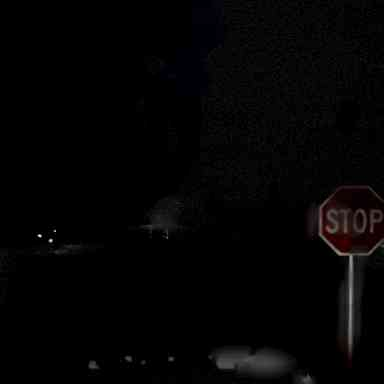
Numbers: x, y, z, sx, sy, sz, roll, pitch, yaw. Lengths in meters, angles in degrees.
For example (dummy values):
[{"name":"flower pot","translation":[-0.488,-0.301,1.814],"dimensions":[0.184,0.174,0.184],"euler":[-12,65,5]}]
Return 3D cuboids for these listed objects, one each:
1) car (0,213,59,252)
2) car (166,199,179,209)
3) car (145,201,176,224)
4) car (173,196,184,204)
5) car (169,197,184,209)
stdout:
[{"name":"car","translation":[-8.309,1.511,13.325],"dimensions":[5.357,1.411,2.033],"euler":[1,1,0]},{"name":"car","translation":[-2.778,1.754,35.664],"dimensions":[1.895,1.301,4.718],"euler":[0,0,0]},{"name":"car","translation":[-2.503,1.679,25.501],"dimensions":[1.994,1.385,4.181],"euler":[0,0,-5]},{"name":"car","translation":[-2.628,1.596,65.244],"dimensions":[1.994,1.385,4.181],"euler":[0,0,0]},{"name":"car","translation":[-2.749,1.550,49.635],"dimensions":[2.097,1.767,4.553],"euler":[0,0,0]}]
